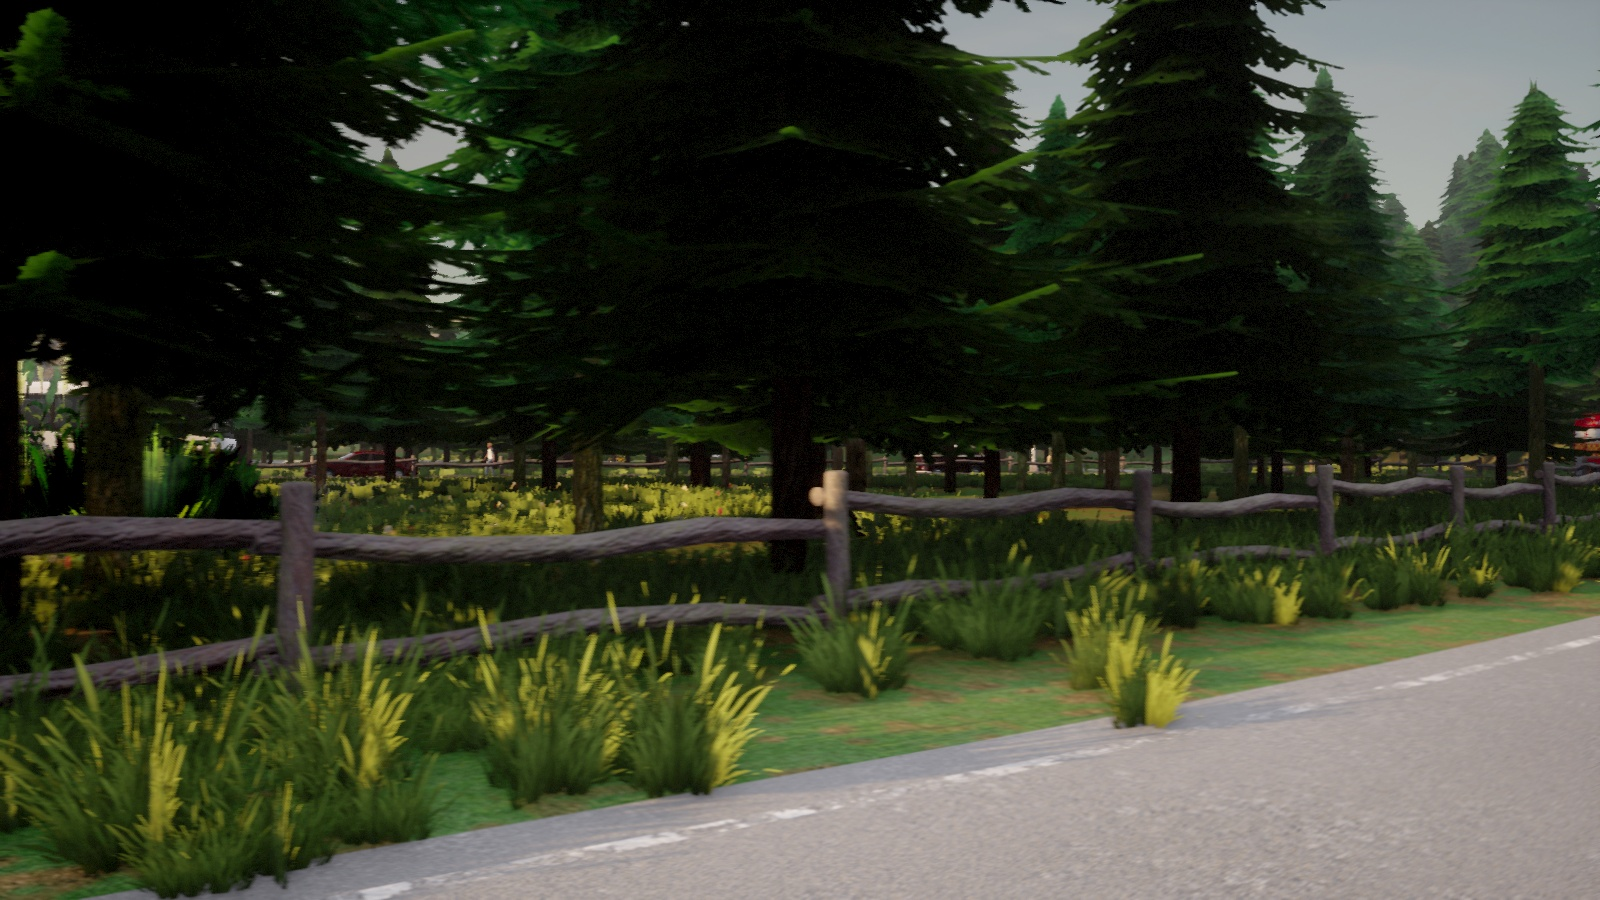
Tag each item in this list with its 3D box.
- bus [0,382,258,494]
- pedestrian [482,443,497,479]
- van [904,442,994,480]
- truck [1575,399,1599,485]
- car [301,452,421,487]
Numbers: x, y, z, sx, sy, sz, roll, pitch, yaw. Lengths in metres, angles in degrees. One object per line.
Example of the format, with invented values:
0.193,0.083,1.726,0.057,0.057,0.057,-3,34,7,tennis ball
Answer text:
-27.645,-0.481,50.606,10.273,4.253,3.944,0,0,-16,bus
-15.903,0.564,64.312,0.706,1.836,0.354,0,0,-28,pedestrian
8.149,0.595,68.531,4.480,2.038,2.069,0,0,-27,van
36.663,-0.365,53.456,2.891,3.827,8.468,0,0,6,truck
-20.264,0.876,58.003,5.008,1.535,1.882,0,0,-26,car
